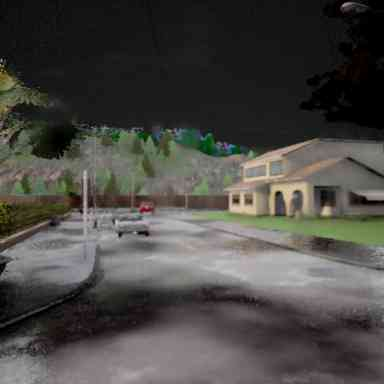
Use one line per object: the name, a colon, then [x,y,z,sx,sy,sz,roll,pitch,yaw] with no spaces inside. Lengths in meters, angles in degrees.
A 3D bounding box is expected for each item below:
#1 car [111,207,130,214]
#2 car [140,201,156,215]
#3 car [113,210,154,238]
car: [-6.539,2.245,31.511,1.837,1.490,4.892,0,-1,-15]
car: [-6.725,2.389,50.693,2.150,2.045,5.566,0,-1,-4]
car: [-3.871,2.104,21.464,1.895,1.301,4.718,0,-1,-15]
